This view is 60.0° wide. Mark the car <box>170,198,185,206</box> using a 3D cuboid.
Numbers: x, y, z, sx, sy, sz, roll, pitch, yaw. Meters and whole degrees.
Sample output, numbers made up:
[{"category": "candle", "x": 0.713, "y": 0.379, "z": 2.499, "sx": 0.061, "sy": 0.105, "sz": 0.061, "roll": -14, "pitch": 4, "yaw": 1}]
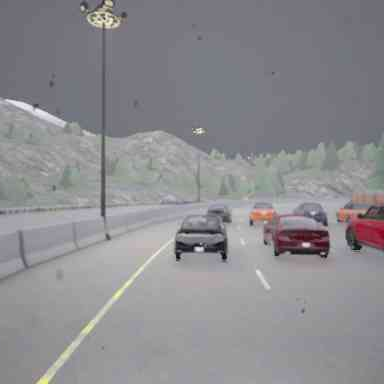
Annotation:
[{"category": "car", "x": -2.287, "y": 2.101, "z": 71.810, "sx": 2.097, "sy": 1.767, "sz": 4.553, "roll": 0, "pitch": -1, "yaw": 23}]

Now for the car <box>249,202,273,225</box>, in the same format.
[{"category": "car", "x": 5.711, "y": 1.630, "z": 26.743, "sx": 2.097, "sy": 1.767, "sz": 4.553, "roll": 0, "pitch": -1, "yaw": 11}]

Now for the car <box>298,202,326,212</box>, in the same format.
[{"category": "car", "x": 9.166, "y": 1.625, "z": 26.186, "sx": 2.097, "sy": 1.767, "sz": 4.553, "roll": 0, "pitch": -1, "yaw": 11}]

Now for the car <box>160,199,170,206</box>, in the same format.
[{"category": "car", "x": -5.393, "y": 2.315, "z": 73.426, "sx": 1.994, "sy": 1.385, "sz": 4.181, "roll": 0, "pitch": -1, "yaw": 23}]

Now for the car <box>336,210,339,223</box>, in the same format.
[{"category": "car", "x": 12.623, "y": 1.619, "z": 25.631, "sx": 2.097, "sy": 1.767, "sz": 4.553, "roll": 0, "pitch": -1, "yaw": 11}]

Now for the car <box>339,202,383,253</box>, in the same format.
[{"category": "car", "x": 7.345, "y": 1.347, "z": 11.623, "sx": 2.150, "sy": 2.045, "sz": 5.566, "roll": 0, "pitch": 0, "yaw": 5}]

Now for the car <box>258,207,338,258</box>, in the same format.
[{"category": "car", "x": 4.025, "y": 1.619, "z": 13.490, "sx": 1.882, "sy": 1.535, "sz": 5.008, "roll": 0, "pitch": 0, "yaw": 6}]

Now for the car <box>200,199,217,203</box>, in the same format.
[{"category": "car", "x": 3.911, "y": 2.190, "z": 68.524, "sx": 1.882, "sy": 1.535, "sz": 5.008, "roll": 0, "pitch": 0, "yaw": 23}]

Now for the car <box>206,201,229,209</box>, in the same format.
[{"category": "car", "x": 2.270, "y": 1.793, "z": 27.394, "sx": 1.837, "sy": 1.490, "sz": 4.892, "roll": 0, "pitch": 0, "yaw": 11}]

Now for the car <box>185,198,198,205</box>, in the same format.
[{"category": "car", "x": 0.800, "y": 2.229, "z": 70.133, "sx": 1.837, "sy": 1.490, "sz": 4.892, "roll": 0, "pitch": -1, "yaw": 23}]

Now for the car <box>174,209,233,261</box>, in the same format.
[{"category": "car", "x": 0.456, "y": 1.629, "z": 12.987, "sx": 2.128, "sy": 1.511, "sz": 4.902, "roll": 0, "pitch": 0, "yaw": 5}]
